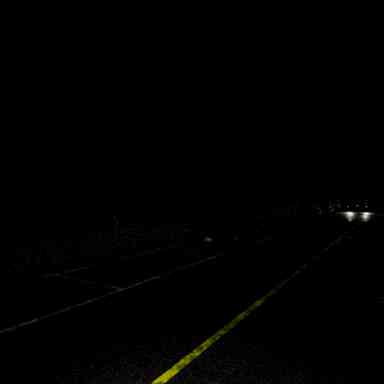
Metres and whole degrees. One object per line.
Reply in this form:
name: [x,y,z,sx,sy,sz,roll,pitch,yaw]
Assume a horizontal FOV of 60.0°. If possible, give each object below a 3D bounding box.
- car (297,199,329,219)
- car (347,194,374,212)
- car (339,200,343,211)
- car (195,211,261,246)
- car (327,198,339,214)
car: [10.538,1.583,29.468,1.802,1.307,4.206,0,0,32]
car: [20.071,1.228,39.804,2.150,2.045,5.566,0,0,32]
car: [16.359,1.442,38.861,1.967,1.590,4.097,0,0,32]
car: [1.807,1.566,15.379,1.947,1.339,4.313,0,0,32]
car: [13.448,1.567,34.165,1.947,1.339,4.313,0,0,32]
